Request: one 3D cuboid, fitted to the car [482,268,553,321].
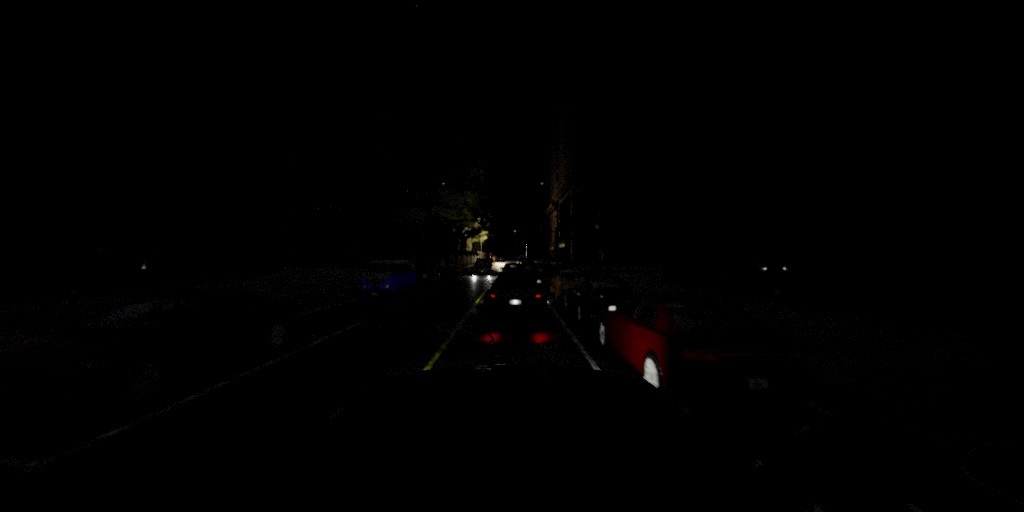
[{"bbox_3d":[0.096,1.293,12.320,1.994,1.385,4.181,0,0,0],"label":"car"}]

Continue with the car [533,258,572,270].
[{"bbox_3d":[2.754,1.024,22.516,2.192,1.841,5.009,0,0,0],"label":"car"}]

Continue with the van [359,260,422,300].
[{"bbox_3d":[-5.769,1.061,17.103,1.690,1.789,3.998,0,0,0],"label":"van"}]

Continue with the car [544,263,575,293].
[{"bbox_3d":[2.756,1.246,17.261,1.751,1.417,4.829,0,0,0],"label":"car"}]

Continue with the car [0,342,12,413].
[{"bbox_3d":[-5.763,1.066,0.825,2.192,1.841,5.009,0,0,0],"label":"car"}]

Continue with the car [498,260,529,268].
[{"bbox_3d":[0.090,1.225,27.305,1.812,1.442,4.674,0,0,0],"label":"car"}]

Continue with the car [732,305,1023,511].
[{"bbox_3d":[2.762,1.192,0.816,1.967,1.591,4.097,0,0,0],"label":"car"}]

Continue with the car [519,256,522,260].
[{"bbox_3d":[2.738,1.173,65.224,1.948,1.339,4.313,0,0,0],"label":"car"}]

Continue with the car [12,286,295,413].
[{"bbox_3d":[-5.765,1.286,6.250,1.888,1.381,4.507,0,0,0],"label":"car"}]

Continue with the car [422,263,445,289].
[{"bbox_3d":[-5.771,1.149,22.529,1.967,1.591,4.097,0,0,0],"label":"car"}]

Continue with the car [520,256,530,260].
[{"bbox_3d":[2.740,1.187,59.804,1.948,1.339,4.313,0,0,0],"label":"car"}]

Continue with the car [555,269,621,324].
[{"bbox_3d":[2.758,1.282,11.666,2.007,1.370,4.403,0,0,0],"label":"car"}]

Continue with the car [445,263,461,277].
[{"bbox_3d":[-5.775,1.267,33.382,1.802,1.307,4.207,0,0,0],"label":"car"}]

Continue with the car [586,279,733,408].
[{"bbox_3d":[2.759,1.287,6.241,1.888,1.381,4.507,0,0,0],"label":"car"}]

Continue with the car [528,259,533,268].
[{"bbox_3d":[2.750,1.252,33.367,1.948,1.339,4.313,0,0,0],"label":"car"}]

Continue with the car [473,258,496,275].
[{"bbox_3d":[-3.014,1.247,38.385,1.812,1.442,4.674,0,0,0],"label":"car"}]
